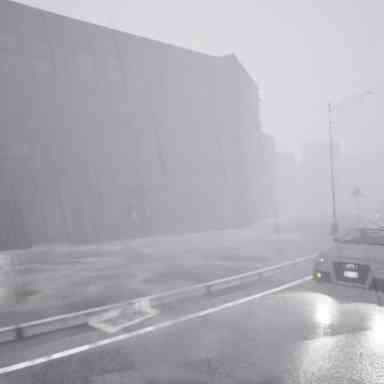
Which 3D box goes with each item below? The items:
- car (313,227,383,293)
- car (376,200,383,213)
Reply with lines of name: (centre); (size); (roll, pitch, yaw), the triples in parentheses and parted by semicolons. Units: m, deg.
car: (4.846, 1.642, 8.778); (1.994, 1.385, 4.181); (-1, -1, 43)
car: (26.595, 1.956, 45.769); (2.097, 1.767, 4.553); (-2, -2, 33)
